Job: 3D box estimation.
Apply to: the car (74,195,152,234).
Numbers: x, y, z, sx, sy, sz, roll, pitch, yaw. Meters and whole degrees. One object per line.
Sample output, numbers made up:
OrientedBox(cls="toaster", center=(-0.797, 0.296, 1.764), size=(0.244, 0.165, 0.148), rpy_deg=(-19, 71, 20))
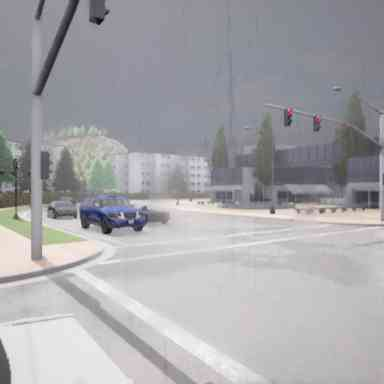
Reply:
OrientedBox(cls="car", center=(-4.820, 1.210, 19.538), size=(2.150, 2.045, 5.566), rpy_deg=(0, 0, -37))

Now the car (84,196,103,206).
OrientedBox(cls="car", center=(-15.697, 1.479, 53.339), size=(1.837, 1.490, 4.892), rpy_deg=(0, 0, -3))

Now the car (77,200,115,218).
OrientedBox(cls="car", center=(-9.344, 1.529, 31.895), size=(2.033, 1.411, 5.357), rpy_deg=(0, 0, -33))

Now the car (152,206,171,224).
OrientedBox(cls="car", center=(-3.461, 1.585, 23.559), size=(1.895, 1.301, 4.718), rpy_deg=(0, 0, -36))

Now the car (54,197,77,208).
OrientedBox(cls="car", center=(-18.834, 1.471, 49.722), size=(2.128, 1.511, 4.902), rpy_deg=(0, 0, -7))

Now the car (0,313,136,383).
OrientedBox(cls="car", center=(-2.803, 1.603, 1.857), size=(4.718, 1.301, 1.895), rpy_deg=(0, 0, -35))

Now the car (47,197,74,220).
OrientedBox(cls="car", center=(-11.204, 1.493, 28.639), size=(1.837, 1.490, 4.892), rpy_deg=(0, 0, -32))
